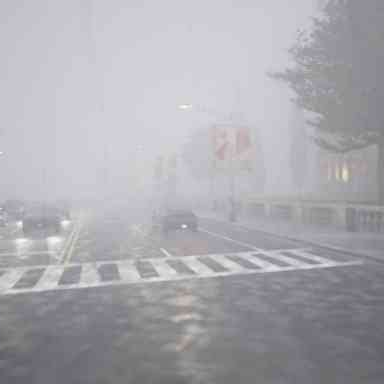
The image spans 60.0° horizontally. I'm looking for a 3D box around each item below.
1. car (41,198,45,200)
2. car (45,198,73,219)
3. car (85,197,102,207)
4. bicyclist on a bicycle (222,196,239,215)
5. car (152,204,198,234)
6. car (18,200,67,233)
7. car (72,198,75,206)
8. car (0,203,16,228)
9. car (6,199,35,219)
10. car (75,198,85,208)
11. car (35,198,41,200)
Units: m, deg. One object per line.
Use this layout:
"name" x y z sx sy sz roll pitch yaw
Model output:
"car" -25.891 1.733 56.113 4.718 1.301 1.895 0 0 30
"car" -11.673 1.578 29.107 1.812 1.442 4.674 -1 0 -18
"car" -16.090 1.538 52.364 4.902 1.511 2.128 0 0 45
"bicyclist on a bicycle" 3.393 1.207 29.533 1.656 1.620 0.582 -1 0 -17
"car" -1.081 1.476 19.072 1.837 1.490 4.892 -1 0 -16
"car" -8.935 1.522 20.241 1.882 1.535 5.008 -1 0 -18
"car" -15.387 1.559 38.851 2.128 1.511 4.902 -1 0 -27
"car" -12.514 1.626 20.013 2.033 1.411 5.357 -1 0 -17
"car" -15.265 1.439 28.808 2.097 1.767 4.553 -1 0 -18
"car" -18.318 1.599 49.645 4.674 1.442 1.812 0 0 45
"car" -19.131 1.652 38.467 2.033 1.411 5.357 -1 0 -30
